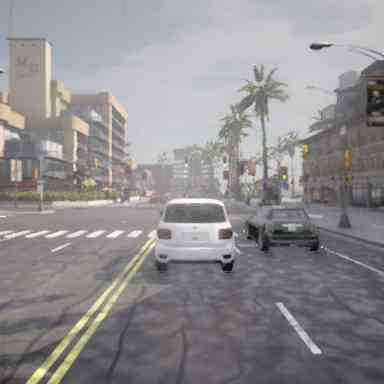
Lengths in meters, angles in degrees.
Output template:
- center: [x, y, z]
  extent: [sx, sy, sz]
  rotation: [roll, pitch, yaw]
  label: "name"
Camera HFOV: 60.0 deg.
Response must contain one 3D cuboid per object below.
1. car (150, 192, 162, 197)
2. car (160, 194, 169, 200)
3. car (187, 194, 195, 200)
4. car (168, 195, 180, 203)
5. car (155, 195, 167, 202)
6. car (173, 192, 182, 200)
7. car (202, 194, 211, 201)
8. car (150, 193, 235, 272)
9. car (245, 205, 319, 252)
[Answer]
- center: [-7.121, 1.103, 67.397]
  extent: [2.150, 2.045, 5.566]
  rotation: [0, 0, 0]
  label: "car"
- center: [-7.160, 1.386, 87.460]
  extent: [2.033, 1.411, 5.357]
  rotation: [0, 0, 0]
  label: "car"
- center: [-0.294, 1.313, 93.677]
  extent: [1.882, 1.535, 5.008]
  rotation: [0, 0, -4]
  label: "car"
- center: [-3.621, 1.429, 67.384]
  extent: [2.033, 1.411, 5.357]
  rotation: [0, 0, 0]
  label: "car"
- center: [-7.138, 1.390, 77.121]
  extent: [2.128, 1.511, 4.902]
  rotation: [0, 0, 0]
  label: "car"
- center: [-3.664, 1.071, 87.678]
  extent: [2.150, 2.045, 5.566]
  rotation: [0, 0, 0]
  label: "car"
- center: [3.361, 1.341, 77.431]
  extent: [1.882, 1.535, 5.008]
  rotation: [0, 0, 0]
  label: "car"
- center: [0.074, 1.204, 10.924]
  extent: [2.150, 2.045, 5.566]
  rotation: [0, 0, 0]
  label: "car"
- center: [3.569, 1.327, 13.955]
  extent: [2.097, 1.767, 4.553]
  rotation: [0, 0, 0]
  label: "car"
